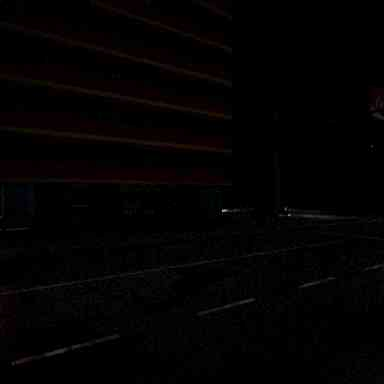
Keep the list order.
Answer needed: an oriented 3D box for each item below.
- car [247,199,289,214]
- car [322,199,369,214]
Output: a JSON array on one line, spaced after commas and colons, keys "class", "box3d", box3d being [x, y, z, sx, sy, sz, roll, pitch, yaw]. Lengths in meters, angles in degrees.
[{"class": "car", "box3d": [8.037, 1.491, 35.549, 2.128, 1.511, 4.902, 0, 0, -36]}, {"class": "car", "box3d": [16.520, 1.490, 36.032, 2.128, 1.511, 4.902, 0, 0, -36]}]
